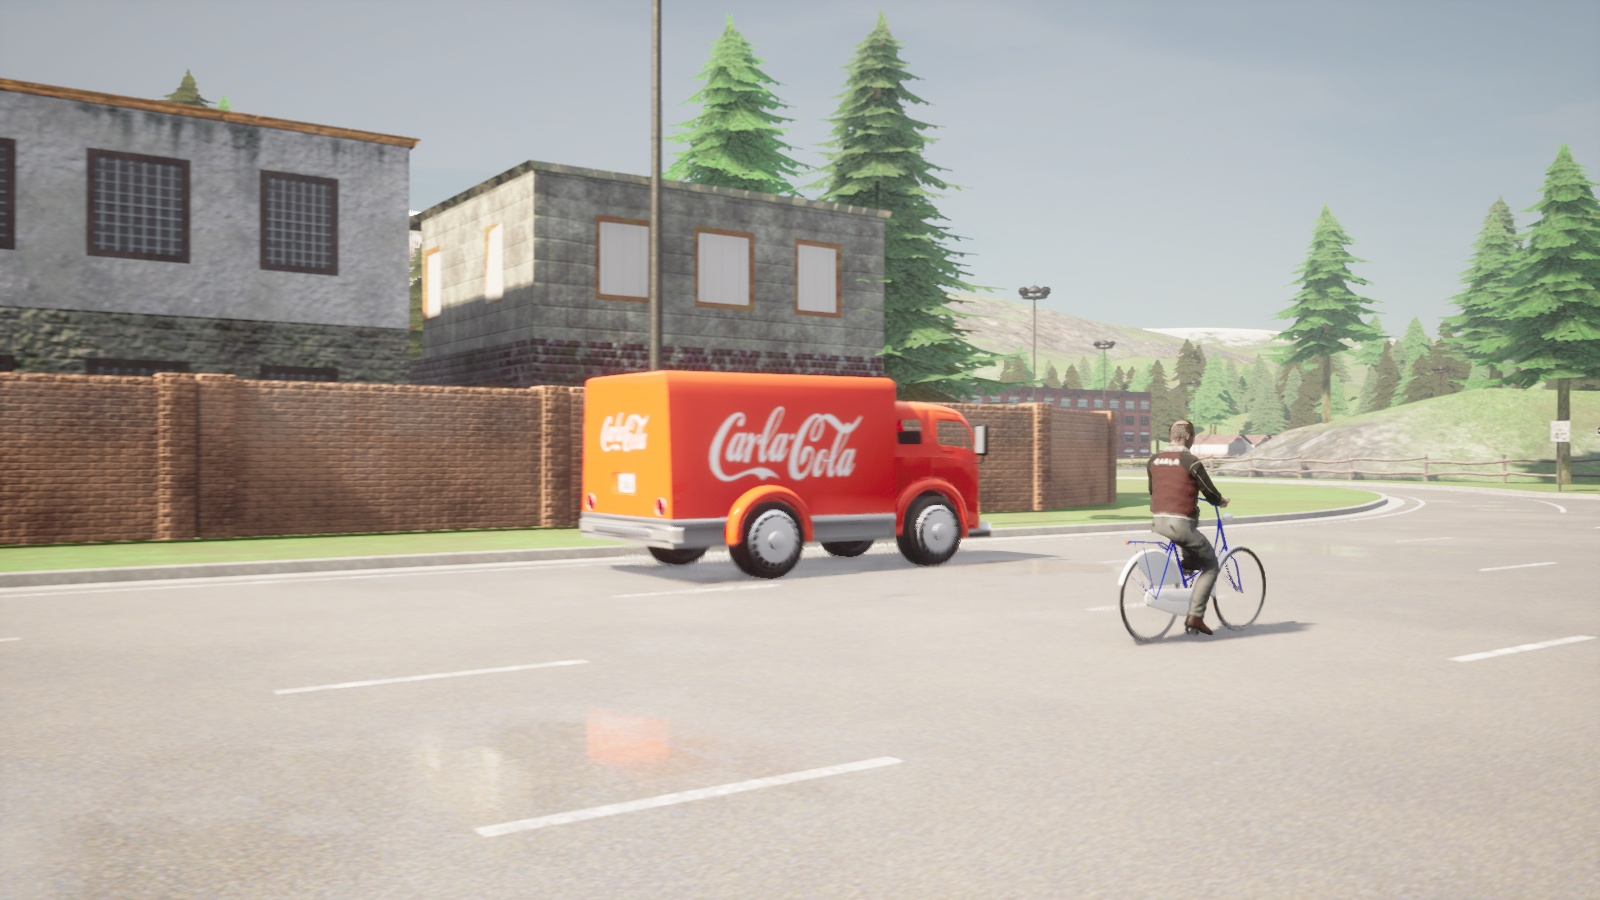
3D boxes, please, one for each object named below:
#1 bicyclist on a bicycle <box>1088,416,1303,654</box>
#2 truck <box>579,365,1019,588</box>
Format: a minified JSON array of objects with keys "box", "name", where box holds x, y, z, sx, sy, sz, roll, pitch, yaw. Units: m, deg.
[{"box":[3.222,0.633,10.167,1.843,1.776,0.659,0,0,-35],"name":"bicyclist on a bicycle"},{"box":[0.057,0.298,16.494,5.204,2.467,2.627,0,0,-35],"name":"truck"}]
